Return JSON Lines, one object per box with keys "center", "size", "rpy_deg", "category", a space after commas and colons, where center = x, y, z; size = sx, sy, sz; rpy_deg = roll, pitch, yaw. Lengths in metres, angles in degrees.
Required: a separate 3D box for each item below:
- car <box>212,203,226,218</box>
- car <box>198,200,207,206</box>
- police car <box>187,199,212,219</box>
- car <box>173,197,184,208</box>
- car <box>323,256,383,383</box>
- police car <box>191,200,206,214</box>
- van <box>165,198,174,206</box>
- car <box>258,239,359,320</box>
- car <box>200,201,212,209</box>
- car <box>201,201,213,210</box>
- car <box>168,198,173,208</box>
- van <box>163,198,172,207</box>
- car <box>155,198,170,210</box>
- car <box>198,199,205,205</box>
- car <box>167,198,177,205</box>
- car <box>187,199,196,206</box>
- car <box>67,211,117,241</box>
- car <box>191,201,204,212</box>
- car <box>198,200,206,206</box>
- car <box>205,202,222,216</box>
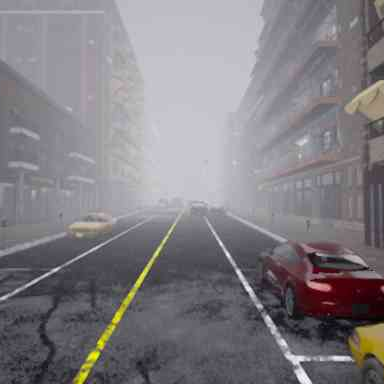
{"center": [2.564, 1.964, 34.826], "size": [1.887, 1.381, 4.507], "rpy_deg": [1, -1, 0], "category": "car"}
{"center": [2.539, 2.586, 79.068], "size": [1.887, 1.381, 4.507], "rpy_deg": [1, -1, 0], "category": "car"}
{"center": [0.692, 1.841, 34.604], "size": [1.930, 1.638, 5.238], "rpy_deg": [0, -1, 0], "category": "police car"}
{"center": [-2.807, 2.049, 64.636], "size": [2.150, 2.045, 5.566], "rpy_deg": [0, -1, 1], "category": "car"}
{"center": [2.585, 1.547, 1.819], "size": [1.752, 1.417, 4.829], "rpy_deg": [2, -1, 0], "category": "car"}
{"center": [0.799, 1.974, 44.605], "size": [1.930, 1.638, 5.238], "rpy_deg": [0, -1, 0], "category": "police car"}
{"center": [-5.337, 2.384, 79.128], "size": [1.690, 1.788, 3.998], "rpy_deg": [1, -1, 0], "category": "van"}
{"center": [2.580, 1.665, 7.178], "size": [1.802, 1.307, 4.206], "rpy_deg": [1, -1, 0], "category": "car"}
{"center": [2.548, 2.348, 62.477], "size": [2.008, 1.369, 4.403], "rpy_deg": [1, -1, 0], "category": "car"}
{"center": [2.551, 2.264, 56.946], "size": [1.887, 1.381, 4.507], "rpy_deg": [1, -1, 0], "category": "car"}
{"center": [-5.326, 2.113, 62.539], "size": [2.192, 1.841, 5.009], "rpy_deg": [2, -1, 0], "category": "car"}
{"center": [-5.333, 2.300, 73.596], "size": [1.690, 1.788, 3.998], "rpy_deg": [2, -1, 0], "category": "van"}
{"center": [-5.328, 2.243, 56.835], "size": [1.752, 1.417, 4.829], "rpy_deg": [2, -1, 0], "category": "car"}
{"center": [2.542, 2.654, 90.130], "size": [1.967, 1.590, 4.097], "rpy_deg": [1, -1, 0], "category": "car"}
{"center": [-5.343, 2.529, 90.187], "size": [2.192, 1.841, 5.009], "rpy_deg": [1, -1, 0], "category": "car"}
{"center": [-0.041, 2.259, 71.040], "size": [1.837, 1.490, 4.892], "rpy_deg": [0, -1, 0], "category": "car"}
{"center": [-5.304, 1.736, 18.131], "size": [1.752, 1.417, 4.829], "rpy_deg": [2, -1, 0], "category": "car"}
{"center": [0.796, 2.155, 50.496], "size": [1.812, 1.442, 4.674], "rpy_deg": [0, -1, 0], "category": "car"}
{"center": [2.535, 2.671, 84.597], "size": [1.887, 1.381, 4.507], "rpy_deg": [1, -1, 0], "category": "car"}
{"center": [2.561, 2.019, 40.528], "size": [1.752, 1.417, 4.829], "rpy_deg": [1, -1, 0], "category": "car"}
